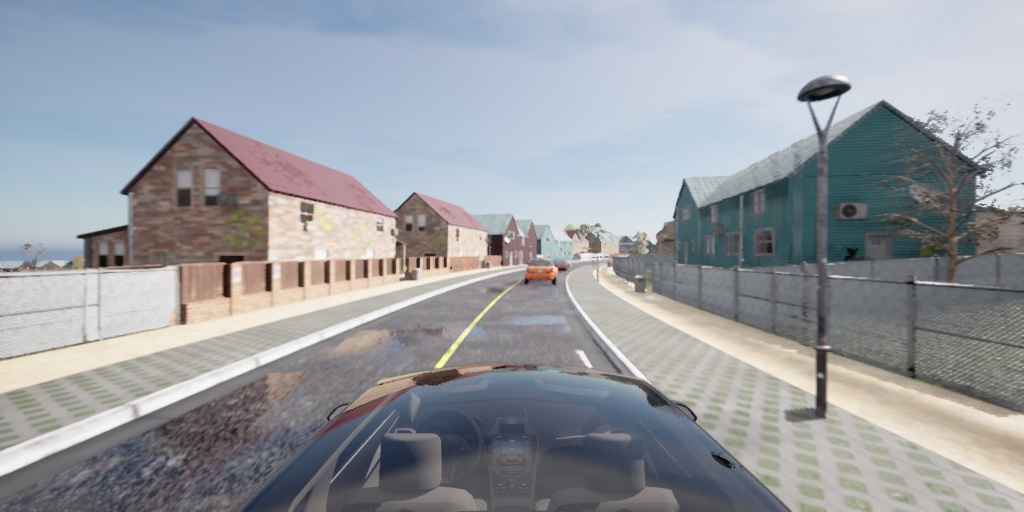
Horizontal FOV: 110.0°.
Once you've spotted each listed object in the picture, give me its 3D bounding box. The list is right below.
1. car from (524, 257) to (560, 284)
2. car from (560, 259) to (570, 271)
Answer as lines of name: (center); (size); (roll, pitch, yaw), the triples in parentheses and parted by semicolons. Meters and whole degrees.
car: (2.141, 0.962, 25.459); (2.097, 1.767, 4.553); (0, 1, 9)
car: (5.538, 1.029, 41.336); (1.994, 1.385, 4.181); (0, 1, 15)
